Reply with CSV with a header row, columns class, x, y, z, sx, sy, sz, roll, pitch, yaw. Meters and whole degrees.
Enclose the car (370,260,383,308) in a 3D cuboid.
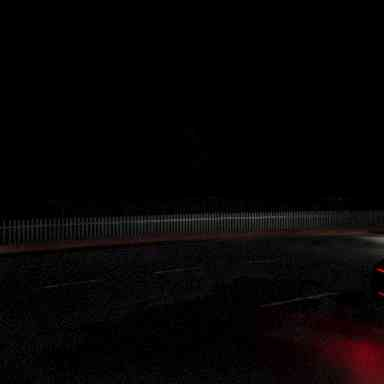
class,x,y,z,sx,sy,sz,roll,pitch,yaw
car,5.556,1.507,6.102,4.892,1.490,1.837,-1,0,-22
